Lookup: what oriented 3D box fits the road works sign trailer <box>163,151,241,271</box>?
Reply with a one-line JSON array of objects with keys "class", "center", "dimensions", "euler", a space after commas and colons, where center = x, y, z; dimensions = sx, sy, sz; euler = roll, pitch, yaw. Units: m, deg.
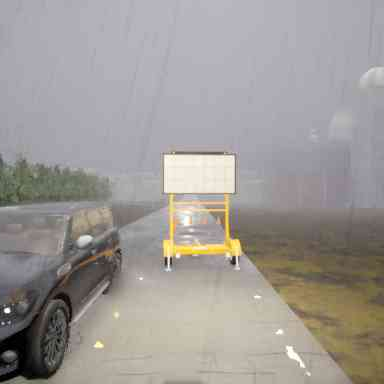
[{"class": "road works sign trailer", "center": [0.230, 0.475, 10.999], "dimensions": [2.380, 3.560, 2.880], "euler": [0, 0, -4]}]

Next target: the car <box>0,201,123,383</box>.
[{"class": "car", "center": [-2.726, 1.224, 5.865], "dimensions": [2.150, 2.045, 5.566], "euler": [0, 0, 0]}]
